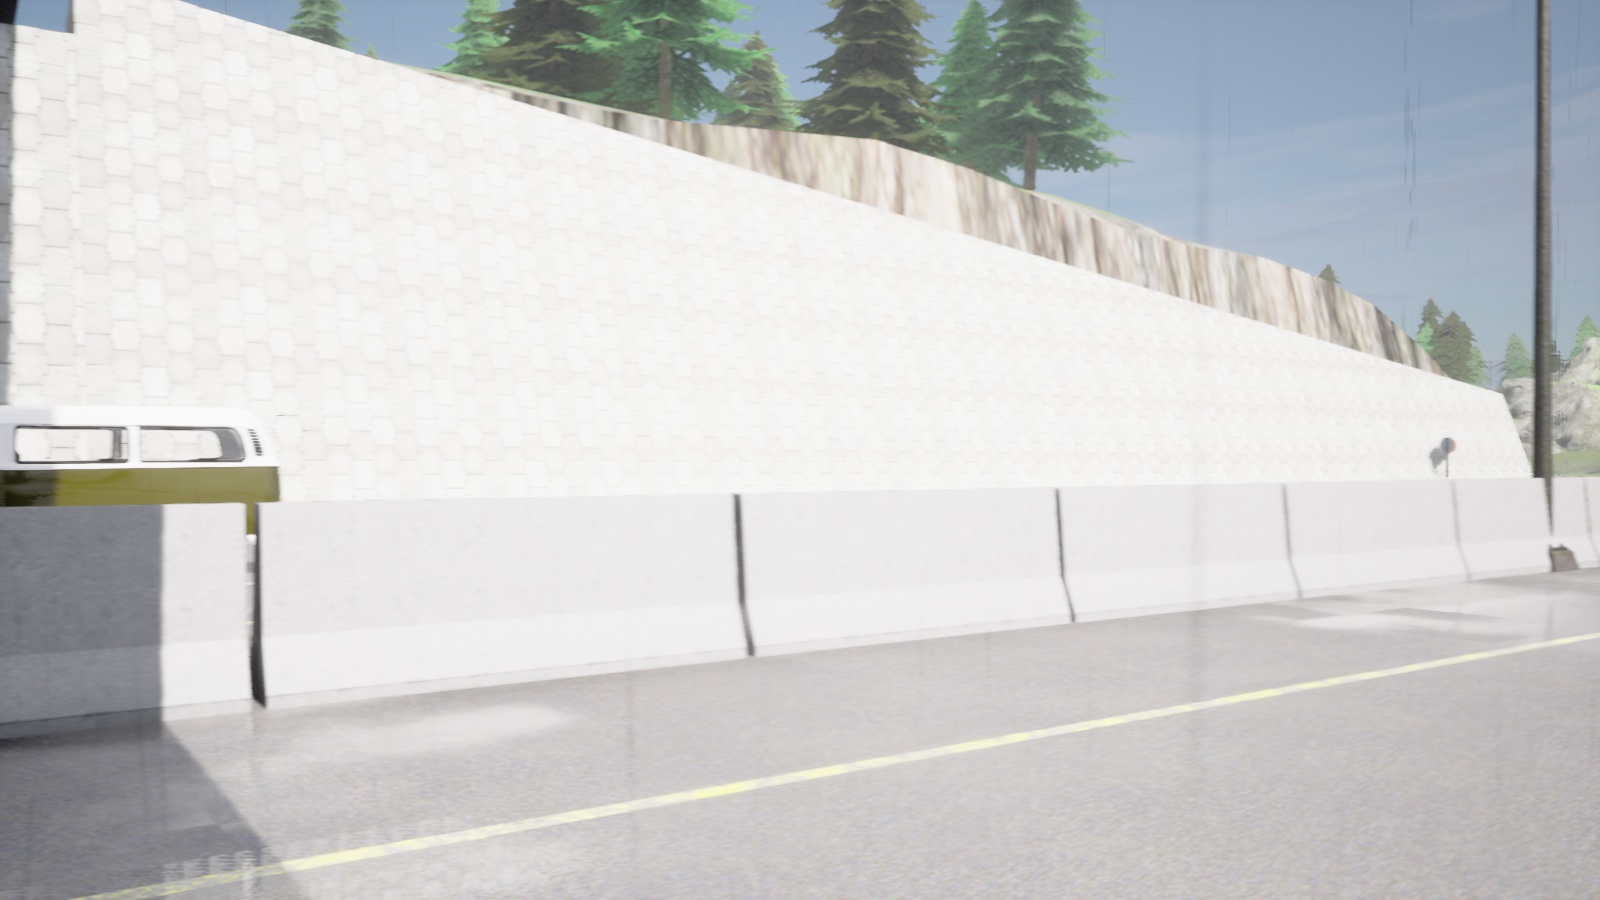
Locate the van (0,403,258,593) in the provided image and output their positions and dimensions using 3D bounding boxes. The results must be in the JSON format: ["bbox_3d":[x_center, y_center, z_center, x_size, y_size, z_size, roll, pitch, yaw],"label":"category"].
[{"bbox_3d":[-8.887,0.523,14.532,4.480,2.038,2.069,0,0,-35],"label":"van"}]
